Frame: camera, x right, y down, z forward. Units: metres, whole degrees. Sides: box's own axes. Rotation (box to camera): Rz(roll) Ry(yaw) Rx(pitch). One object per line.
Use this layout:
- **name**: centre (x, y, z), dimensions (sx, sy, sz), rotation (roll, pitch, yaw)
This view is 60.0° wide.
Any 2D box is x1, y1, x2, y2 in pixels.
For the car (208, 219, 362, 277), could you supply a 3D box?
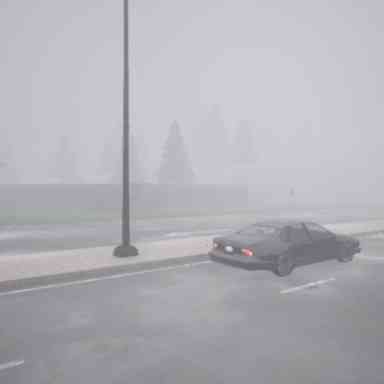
- **car**: centre (3.038, 1.550, 10.253), dimensions (5.357, 1.411, 2.033), rotation (0, 0, -35)
